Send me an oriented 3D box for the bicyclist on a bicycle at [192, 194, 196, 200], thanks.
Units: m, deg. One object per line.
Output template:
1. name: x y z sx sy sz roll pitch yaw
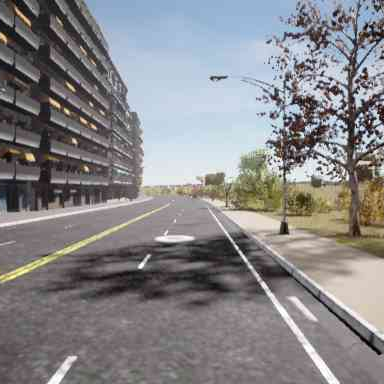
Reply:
1. bicyclist on a bicycle: 0.900 1.412 90.593 0.659 1.776 1.843 2 1 -3
